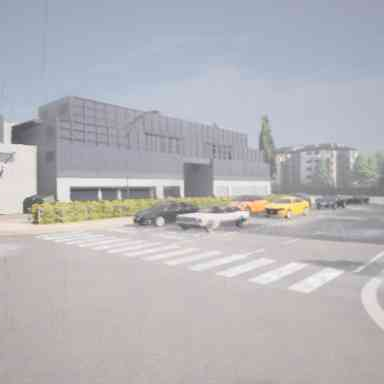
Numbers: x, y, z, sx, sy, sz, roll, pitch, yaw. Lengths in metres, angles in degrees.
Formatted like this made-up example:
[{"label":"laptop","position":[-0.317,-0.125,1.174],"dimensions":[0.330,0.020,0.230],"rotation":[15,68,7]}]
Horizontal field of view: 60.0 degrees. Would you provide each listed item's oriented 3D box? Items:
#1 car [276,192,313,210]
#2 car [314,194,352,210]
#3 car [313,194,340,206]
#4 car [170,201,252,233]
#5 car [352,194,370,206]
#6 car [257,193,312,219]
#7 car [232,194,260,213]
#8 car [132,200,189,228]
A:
[{"label":"car","position":[10.894,0.876,35.230],"dimensions":[2.097,1.767,4.553],"rotation":[0,1,41]},{"label":"car","position":[14.076,0.992,33.557],"dimensions":[2.128,1.511,4.902],"rotation":[0,1,41]},{"label":"car","position":[17.297,0.973,42.731],"dimensions":[1.895,1.301,4.718],"rotation":[0,1,39]},{"label":"car","position":[1.223,1.404,18.674],"dimensions":[1.895,1.301,4.718],"rotation":[0,1,40]},{"label":"car","position":[20.421,0.950,41.060],"dimensions":[1.895,1.301,4.718],"rotation":[0,1,39]},{"label":"car","position":[7.350,1.137,25.787],"dimensions":[1.882,1.535,5.008],"rotation":[0,1,41]},{"label":"car","position":[4.526,1.025,27.874],"dimensions":[2.097,1.767,4.553],"rotation":[0,1,41]},{"label":"car","position":[-1.504,1.319,21.003],"dimensions":[1.837,1.490,4.892],"rotation":[0,1,43]}]
